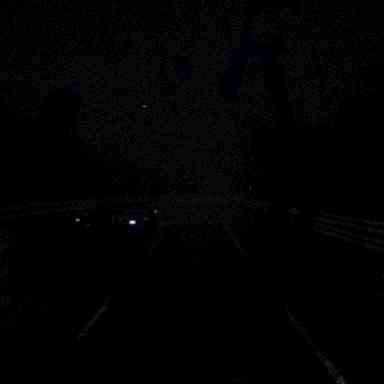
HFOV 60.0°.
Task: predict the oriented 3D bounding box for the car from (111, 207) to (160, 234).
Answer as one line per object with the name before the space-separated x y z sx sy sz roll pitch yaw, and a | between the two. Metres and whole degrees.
car | -3.036 1.554 19.318 1.994 1.385 4.181 0 0 2

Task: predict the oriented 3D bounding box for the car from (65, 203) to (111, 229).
car | -6.467 1.465 21.524 1.882 1.535 5.008 0 0 2
